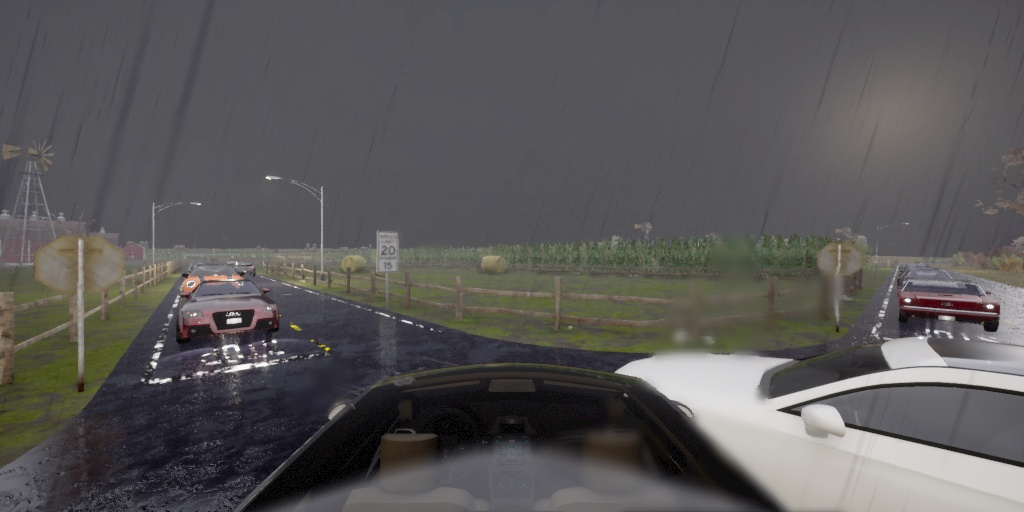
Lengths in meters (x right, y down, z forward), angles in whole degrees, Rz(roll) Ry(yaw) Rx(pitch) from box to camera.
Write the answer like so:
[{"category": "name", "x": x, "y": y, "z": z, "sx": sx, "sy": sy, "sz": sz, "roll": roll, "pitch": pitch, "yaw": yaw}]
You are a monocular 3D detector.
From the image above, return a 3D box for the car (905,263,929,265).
[{"category": "car", "x": 27.437, "y": 1.387, "z": 24.110, "sx": 4.181, "sy": 1.385, "sz": 1.994, "roll": 0, "pitch": 1, "yaw": -43}]

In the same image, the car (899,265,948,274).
[{"category": "car", "x": 20.659, "y": 1.353, "z": 17.880, "sx": 5.357, "sy": 1.411, "sz": 2.033, "roll": 0, "pitch": 1, "yaw": -43}]

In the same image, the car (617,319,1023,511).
[{"category": "car", "x": 2.846, "y": 1.293, "z": 2.320, "sx": 1.812, "sy": 1.442, "sz": 4.674, "roll": 0, "pitch": 1, "yaw": -44}]

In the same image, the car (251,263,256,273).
[{"category": "car", "x": -26.852, "y": 1.269, "z": 35.729, "sx": 2.128, "sy": 1.511, "sz": 4.902, "roll": 0, "pitch": 0, "yaw": -41}]

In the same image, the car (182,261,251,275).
[{"category": "car", "x": -13.658, "y": 1.134, "z": 16.451, "sx": 2.097, "sy": 1.767, "sz": 4.553, "roll": 0, "pitch": 0, "yaw": -42}]

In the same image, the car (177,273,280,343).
[{"category": "car", "x": -7.906, "y": 1.352, "z": 9.946, "sx": 1.994, "sy": 1.385, "sz": 4.181, "roll": 0, "pitch": 0, "yaw": -42}]

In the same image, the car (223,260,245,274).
[{"category": "car", "x": -33.546, "y": 1.288, "z": 43.211, "sx": 1.837, "sy": 1.490, "sz": 4.892, "roll": 0, "pitch": 0, "yaw": -41}]

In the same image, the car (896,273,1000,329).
[{"category": "car", "x": 13.558, "y": 1.392, "z": 11.342, "sx": 4.718, "sy": 1.301, "sz": 1.895, "roll": 0, "pitch": 1, "yaw": -43}]
